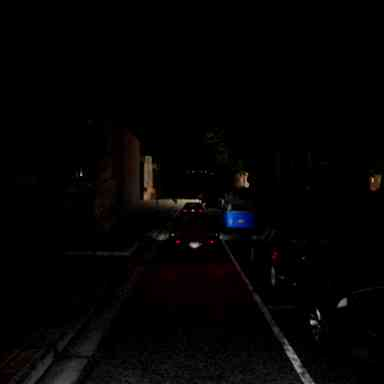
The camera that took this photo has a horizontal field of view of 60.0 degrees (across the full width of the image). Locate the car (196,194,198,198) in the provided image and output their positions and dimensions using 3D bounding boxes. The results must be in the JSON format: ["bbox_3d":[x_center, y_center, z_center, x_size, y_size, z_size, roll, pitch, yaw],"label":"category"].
[{"bbox_3d":[2.631,1.666,84.255,1.887,1.381,4.507,1,0,0],"label":"car"}]

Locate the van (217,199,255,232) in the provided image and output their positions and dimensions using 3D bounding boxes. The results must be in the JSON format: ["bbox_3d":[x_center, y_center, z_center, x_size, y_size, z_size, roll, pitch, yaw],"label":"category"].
[{"bbox_3d":[2.647,1.339,19.679,1.690,1.788,3.998,1,0,0],"label":"van"}]

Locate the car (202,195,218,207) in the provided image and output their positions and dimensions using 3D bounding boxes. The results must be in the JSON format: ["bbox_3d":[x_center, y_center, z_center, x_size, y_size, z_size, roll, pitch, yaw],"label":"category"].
[{"bbox_3d":[2.743,1.496,43.659,1.882,1.535,5.008,0,0,0],"label":"car"}]

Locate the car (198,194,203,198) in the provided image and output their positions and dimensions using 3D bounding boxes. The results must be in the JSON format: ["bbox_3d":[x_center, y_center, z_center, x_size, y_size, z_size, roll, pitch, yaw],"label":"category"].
[{"bbox_3d":[2.639,1.359,57.825,2.192,1.841,5.009,1,0,0],"label":"car"}]

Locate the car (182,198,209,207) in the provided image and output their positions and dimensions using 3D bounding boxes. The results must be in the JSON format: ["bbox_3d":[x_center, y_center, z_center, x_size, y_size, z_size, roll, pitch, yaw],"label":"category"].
[{"bbox_3d":[0.091,1.549,28.635,2.033,1.411,5.357,0,0,0],"label":"car"}]

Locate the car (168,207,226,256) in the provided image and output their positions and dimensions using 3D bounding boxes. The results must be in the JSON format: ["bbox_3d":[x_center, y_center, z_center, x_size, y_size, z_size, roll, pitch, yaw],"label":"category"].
[{"bbox_3d":[0.092,1.522,12.973,1.812,1.442,4.674,0,0,0],"label":"car"}]

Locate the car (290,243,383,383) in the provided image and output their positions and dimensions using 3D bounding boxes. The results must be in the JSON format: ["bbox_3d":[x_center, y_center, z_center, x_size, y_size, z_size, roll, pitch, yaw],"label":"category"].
[{"bbox_3d":[2.647,1.564,3.331,1.947,1.339,4.313,1,0,0],"label":"car"}]

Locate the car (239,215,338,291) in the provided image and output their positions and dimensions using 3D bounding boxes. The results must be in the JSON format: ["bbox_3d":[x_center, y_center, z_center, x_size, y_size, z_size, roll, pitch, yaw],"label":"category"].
[{"bbox_3d":[2.647,1.548,8.780,2.008,1.369,4.403,1,0,0],"label":"car"}]
